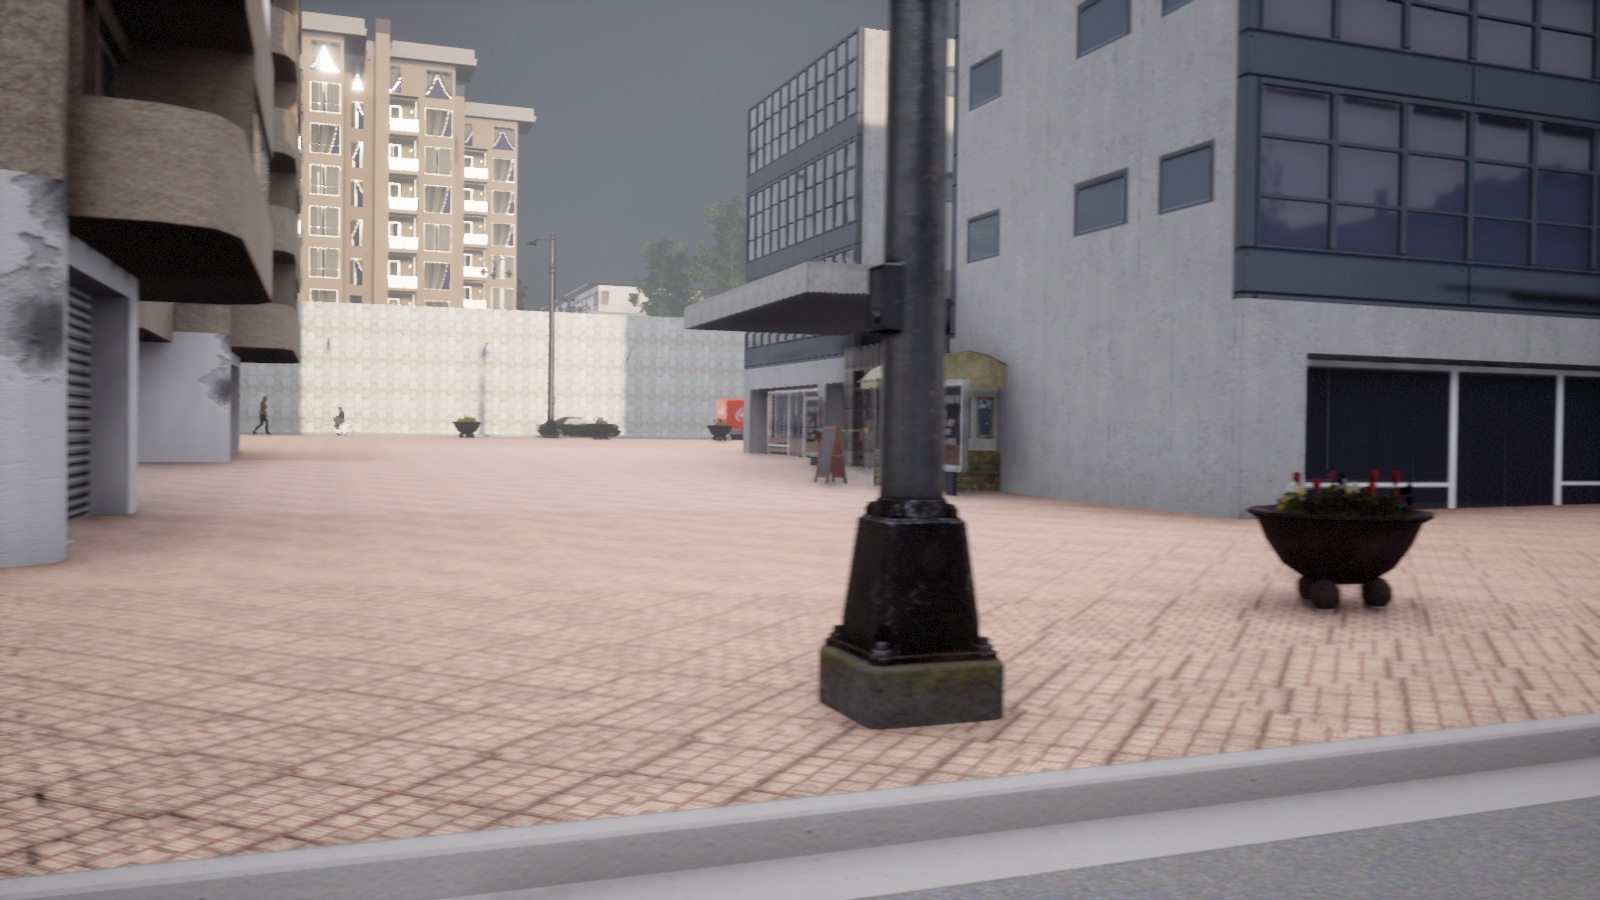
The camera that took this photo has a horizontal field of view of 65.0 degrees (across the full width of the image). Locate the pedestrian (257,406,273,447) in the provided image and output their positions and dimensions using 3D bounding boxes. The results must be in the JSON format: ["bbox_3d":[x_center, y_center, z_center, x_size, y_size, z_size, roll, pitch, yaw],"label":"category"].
[{"bbox_3d":[-24.442,-1.082,57.337,0.634,1.846,0.331,-1,1,-22],"label":"pedestrian"}]

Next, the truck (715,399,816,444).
[{"bbox_3d":[-1.991,-1.629,71.705,5.204,2.467,2.627,-1,1,-19],"label":"truck"}]

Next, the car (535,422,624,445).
[{"bbox_3d":[-12.594,-0.954,71.722,4.718,1.301,1.895,-1,1,-19],"label":"car"}]
